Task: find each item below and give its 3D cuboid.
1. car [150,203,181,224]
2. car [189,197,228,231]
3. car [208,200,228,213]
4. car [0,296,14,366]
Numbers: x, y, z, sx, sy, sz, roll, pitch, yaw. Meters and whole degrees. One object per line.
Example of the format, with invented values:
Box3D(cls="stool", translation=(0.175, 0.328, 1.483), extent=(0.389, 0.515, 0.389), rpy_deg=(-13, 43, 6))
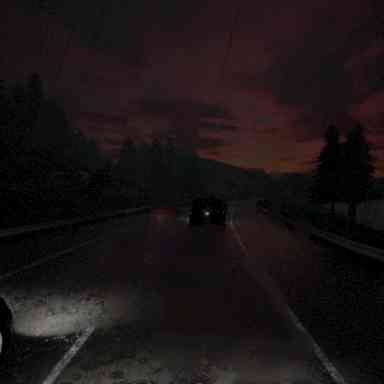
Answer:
Box3D(cls="car", translation=(-2.021, 1.628, 26.248), extent=(1.837, 1.490, 4.892), rpy_deg=(0, 0, 5))
Box3D(cls="car", translation=(1.062, 1.327, 21.466), extent=(2.150, 2.045, 5.566), rpy_deg=(0, 0, 5))
Box3D(cls="car", translation=(3.282, 1.745, 40.559), extent=(2.033, 1.411, 5.357), rpy_deg=(0, 0, 8))
Box3D(cls="car", translation=(-3.331, 1.514, 2.525), extent=(1.837, 1.490, 4.892), rpy_deg=(0, 0, 1))
